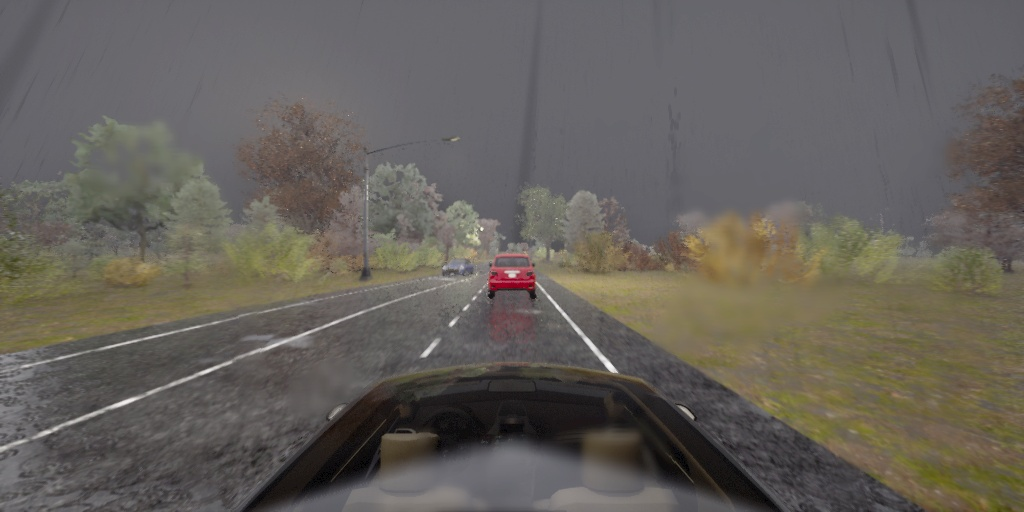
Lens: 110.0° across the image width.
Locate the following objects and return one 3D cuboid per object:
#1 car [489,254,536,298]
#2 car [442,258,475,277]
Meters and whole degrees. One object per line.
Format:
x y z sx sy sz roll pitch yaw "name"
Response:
0.009 0.923 18.213 2.150 2.045 5.566 0 0 0 "car"
-4.918 0.995 33.258 2.097 1.767 4.553 0 0 7 "car"
